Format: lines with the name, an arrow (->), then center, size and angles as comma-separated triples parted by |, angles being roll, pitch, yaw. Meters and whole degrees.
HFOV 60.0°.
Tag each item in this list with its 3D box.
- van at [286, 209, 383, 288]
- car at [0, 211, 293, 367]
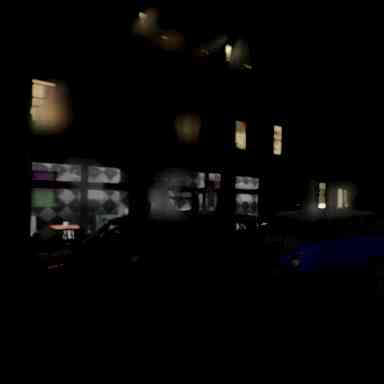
van -> 3.655, 1.391, 9.145 | 3.998, 1.788, 1.690 | 0, 1, -35
car -> -0.746, 1.332, 6.005 | 5.009, 1.841, 2.192 | 0, 1, -35
